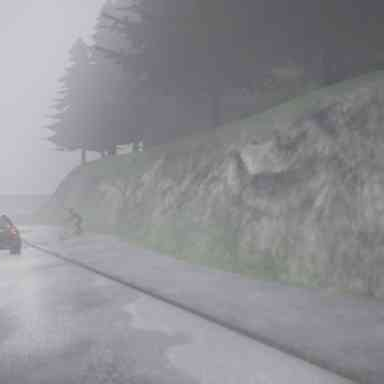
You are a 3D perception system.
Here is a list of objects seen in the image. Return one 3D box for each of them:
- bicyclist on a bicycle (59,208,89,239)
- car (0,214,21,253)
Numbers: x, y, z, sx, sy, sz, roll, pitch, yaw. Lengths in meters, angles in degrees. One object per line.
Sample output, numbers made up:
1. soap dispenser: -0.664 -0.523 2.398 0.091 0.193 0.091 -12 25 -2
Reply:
1. bicyclist on a bicycle: -6.496 1.723 18.337 1.656 1.620 0.582 -2 0 -38
2. car: -9.239 1.783 14.981 2.097 1.767 4.553 -1 -1 -38
